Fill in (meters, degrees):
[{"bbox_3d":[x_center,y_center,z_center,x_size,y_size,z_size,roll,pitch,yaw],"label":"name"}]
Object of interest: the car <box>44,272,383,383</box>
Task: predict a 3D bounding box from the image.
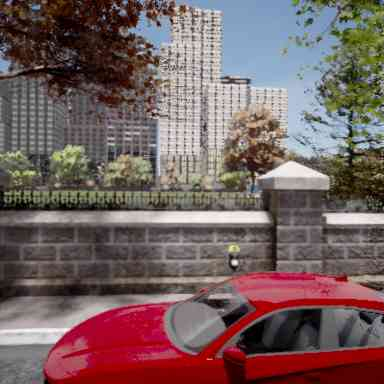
[{"bbox_3d":[0.852,1.574,3.463,4.507,1.381,1.887,1,0,-5],"label":"car"}]
